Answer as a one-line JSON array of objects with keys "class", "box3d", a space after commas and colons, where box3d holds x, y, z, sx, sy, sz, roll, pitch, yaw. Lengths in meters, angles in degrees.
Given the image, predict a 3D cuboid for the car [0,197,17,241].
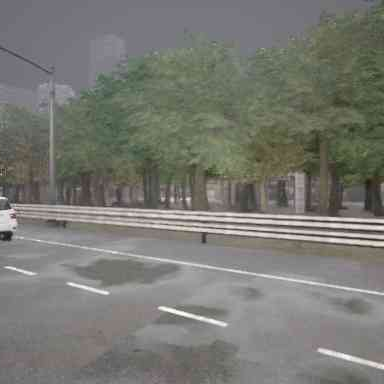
[{"class": "car", "box3d": [-10.437, 1.225, 15.615, 5.566, 2.045, 2.150, 0, 0, 36]}]
